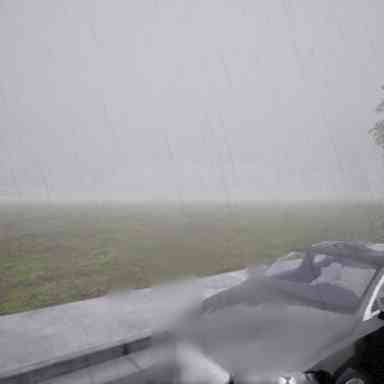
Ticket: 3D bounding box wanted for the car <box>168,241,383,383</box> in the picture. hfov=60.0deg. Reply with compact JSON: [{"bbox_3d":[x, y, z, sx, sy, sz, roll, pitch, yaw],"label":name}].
[{"bbox_3d":[2.013,1.476,4.385,4.902,1.511,2.128,0,0,-36],"label":"car"}]
